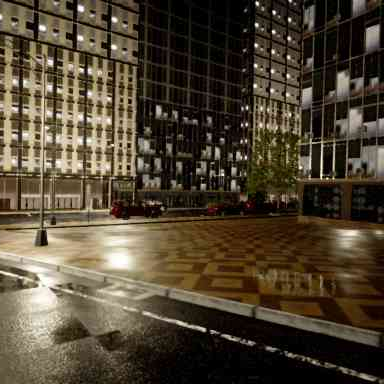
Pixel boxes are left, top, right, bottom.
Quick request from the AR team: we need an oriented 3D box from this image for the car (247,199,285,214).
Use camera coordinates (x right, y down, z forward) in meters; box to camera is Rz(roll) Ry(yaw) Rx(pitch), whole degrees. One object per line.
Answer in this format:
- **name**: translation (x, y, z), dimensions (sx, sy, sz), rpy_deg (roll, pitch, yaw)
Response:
- **car**: translation (8.696, 1.786, 41.203), dimensions (5.009, 1.841, 2.192), rpy_deg (1, 1, -35)

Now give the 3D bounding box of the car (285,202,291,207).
- **car**: translation (13.569, 1.939, 54.125), dimensions (4.206, 1.307, 1.802), rpy_deg (1, 1, -35)

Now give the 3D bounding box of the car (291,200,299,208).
- **car**: translation (18.240, 1.968, 57.337), dimensions (4.313, 1.339, 1.947), rpy_deg (1, 1, -35)

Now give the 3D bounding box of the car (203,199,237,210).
- **car**: translation (4.088, 1.790, 47.602), dimensions (4.829, 1.417, 1.752), rpy_deg (1, 1, -35)

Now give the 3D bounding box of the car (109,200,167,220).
- **car**: translation (-5.316, 1.650, 31.566), dimensions (5.009, 1.841, 2.192), rpy_deg (1, 1, -35)

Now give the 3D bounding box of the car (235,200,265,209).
- **car**: translation (8.899, 1.877, 50.912), dimensions (4.313, 1.339, 1.947), rpy_deg (1, 1, -35)

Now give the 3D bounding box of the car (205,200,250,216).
- **car**: translation (4.020, 1.970, 37.995), dimensions (4.507, 1.381, 1.887), rpy_deg (1, 1, -35)
